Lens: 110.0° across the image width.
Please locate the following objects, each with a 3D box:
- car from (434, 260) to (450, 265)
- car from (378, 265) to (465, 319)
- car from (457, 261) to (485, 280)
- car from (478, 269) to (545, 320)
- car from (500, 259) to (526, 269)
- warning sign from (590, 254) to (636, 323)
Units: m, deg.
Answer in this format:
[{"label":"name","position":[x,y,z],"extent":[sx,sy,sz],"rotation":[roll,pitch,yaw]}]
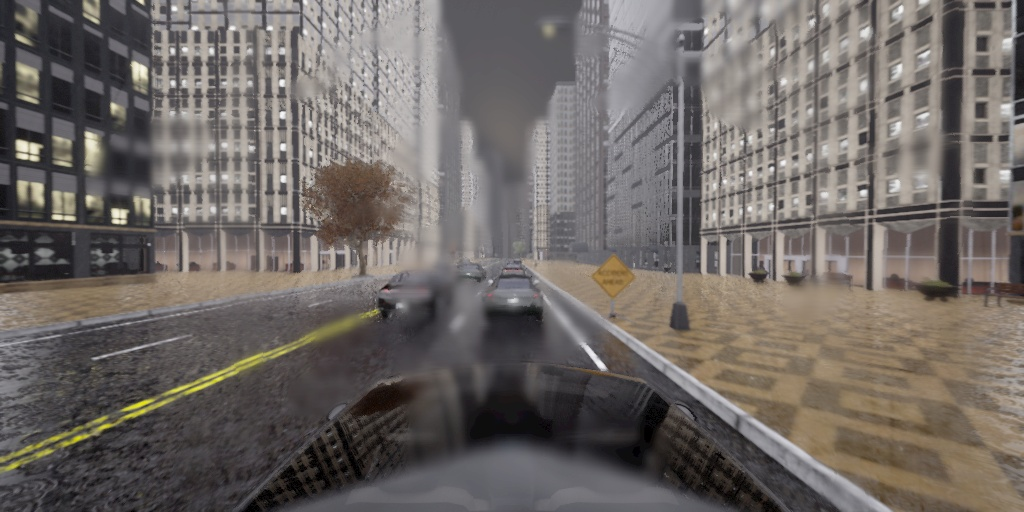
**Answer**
[{"label":"car","position":[-9.818,1.295,50.433],"extent":[1.812,1.442,4.674],"rotation":[0,0,0]},{"label":"car","position":[-3.175,1.247,12.830],"extent":[2.128,1.511,4.902],"rotation":[0,0,0]},{"label":"car","position":[-3.169,1.325,28.772],"extent":[1.994,1.385,4.181],"rotation":[0,0,0]},{"label":"car","position":[0.075,1.318,12.634],"extent":[1.994,1.385,4.181],"rotation":[0,0,0]},{"label":"car","position":[0.077,1.253,27.806],"extent":[2.128,1.511,4.902],"rotation":[0,0,0]},{"label":"warning sign","position":[2.852,0.869,10.212],"extent":[1.300,1.860,1.060],"rotation":[0,0,0]}]
